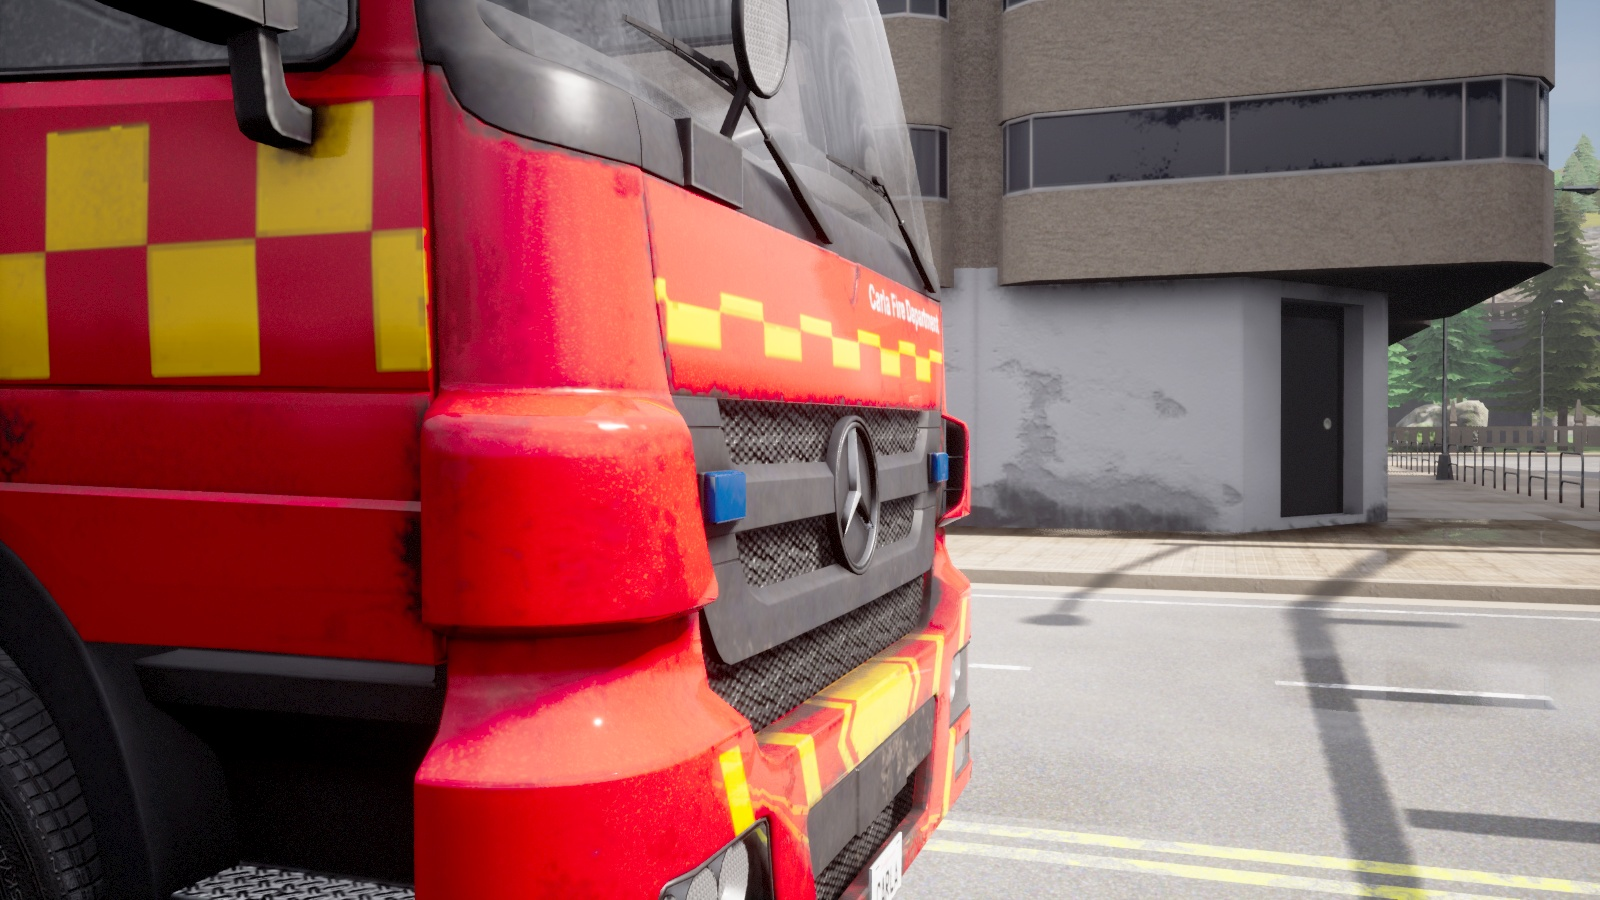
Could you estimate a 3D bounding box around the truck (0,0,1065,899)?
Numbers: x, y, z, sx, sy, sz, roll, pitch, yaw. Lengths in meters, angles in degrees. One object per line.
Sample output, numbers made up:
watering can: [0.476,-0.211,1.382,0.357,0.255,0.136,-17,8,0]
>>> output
truck: [-3.556,-0.422,4.371,8.468,3.827,2.891,1,1,19]
